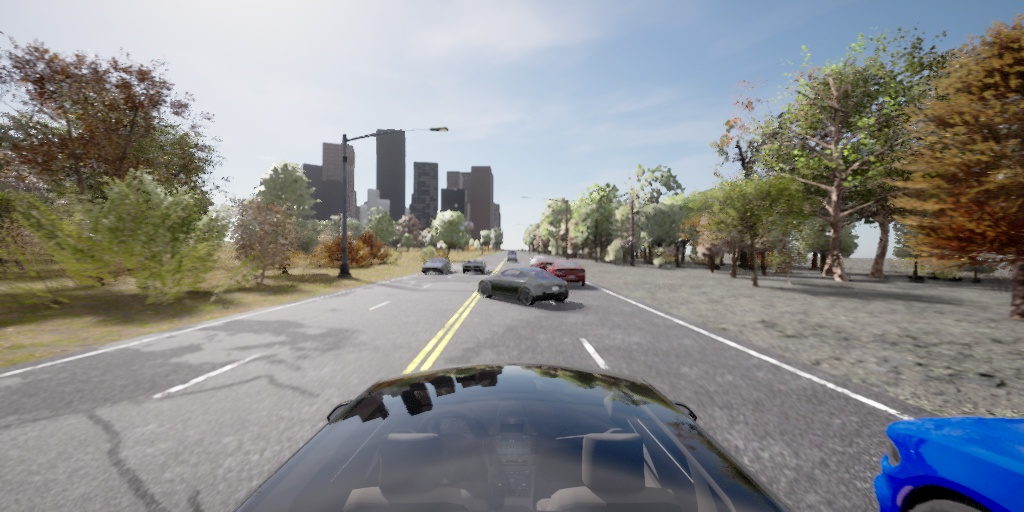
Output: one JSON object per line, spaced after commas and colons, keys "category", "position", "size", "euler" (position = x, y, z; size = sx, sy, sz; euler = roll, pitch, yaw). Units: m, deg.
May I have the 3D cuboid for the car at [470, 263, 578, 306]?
{"category": "car", "position": [0.362, 1.150, 14.909], "size": [1.994, 1.385, 4.181], "euler": [0, 1, -39]}

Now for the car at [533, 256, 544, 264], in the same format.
{"category": "car", "position": [3.262, 0.821, 33.195], "size": [1.882, 1.535, 5.008], "euler": [0, 1, 0]}

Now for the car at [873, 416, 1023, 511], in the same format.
{"category": "car", "position": [3.256, 1.265, 0.187], "size": [1.882, 1.535, 5.008], "euler": [0, 1, 0]}

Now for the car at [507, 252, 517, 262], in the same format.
{"category": "car", "position": [0.040, 0.404, 64.762], "size": [2.033, 1.411, 5.357], "euler": [0, 1, 1]}

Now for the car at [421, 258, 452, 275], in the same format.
{"category": "car", "position": [-6.585, 0.859, 31.878], "size": [2.033, 1.411, 5.357], "euler": [0, 1, 0]}

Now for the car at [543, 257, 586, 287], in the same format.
{"category": "car", "position": [3.263, 0.970, 22.193], "size": [1.882, 1.535, 5.008], "euler": [1, 1, 0]}

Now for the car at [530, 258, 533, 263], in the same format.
{"category": "car", "position": [3.266, 0.713, 44.198], "size": [1.812, 1.442, 4.674], "euler": [0, 1, 0]}

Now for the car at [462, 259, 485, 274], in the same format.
{"category": "car", "position": [-3.330, 0.925, 32.316], "size": [1.895, 1.301, 4.718], "euler": [0, 1, 0]}
